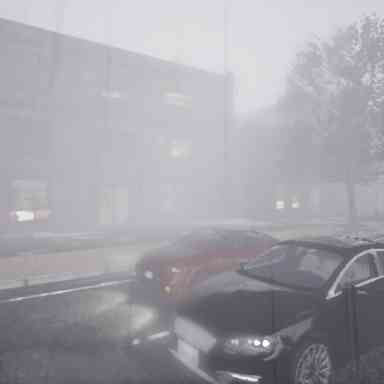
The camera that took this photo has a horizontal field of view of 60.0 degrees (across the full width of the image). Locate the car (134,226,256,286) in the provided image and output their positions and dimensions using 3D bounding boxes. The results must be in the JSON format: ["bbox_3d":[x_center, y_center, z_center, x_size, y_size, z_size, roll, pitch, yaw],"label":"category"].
[{"bbox_3d":[0.721,1.564,8.180,4.181,1.385,1.994,0,0,-35],"label":"car"}]

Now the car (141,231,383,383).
[{"bbox_3d":[1.950,1.494,5.067,4.902,1.511,2.128,0,0,-35],"label":"car"}]
